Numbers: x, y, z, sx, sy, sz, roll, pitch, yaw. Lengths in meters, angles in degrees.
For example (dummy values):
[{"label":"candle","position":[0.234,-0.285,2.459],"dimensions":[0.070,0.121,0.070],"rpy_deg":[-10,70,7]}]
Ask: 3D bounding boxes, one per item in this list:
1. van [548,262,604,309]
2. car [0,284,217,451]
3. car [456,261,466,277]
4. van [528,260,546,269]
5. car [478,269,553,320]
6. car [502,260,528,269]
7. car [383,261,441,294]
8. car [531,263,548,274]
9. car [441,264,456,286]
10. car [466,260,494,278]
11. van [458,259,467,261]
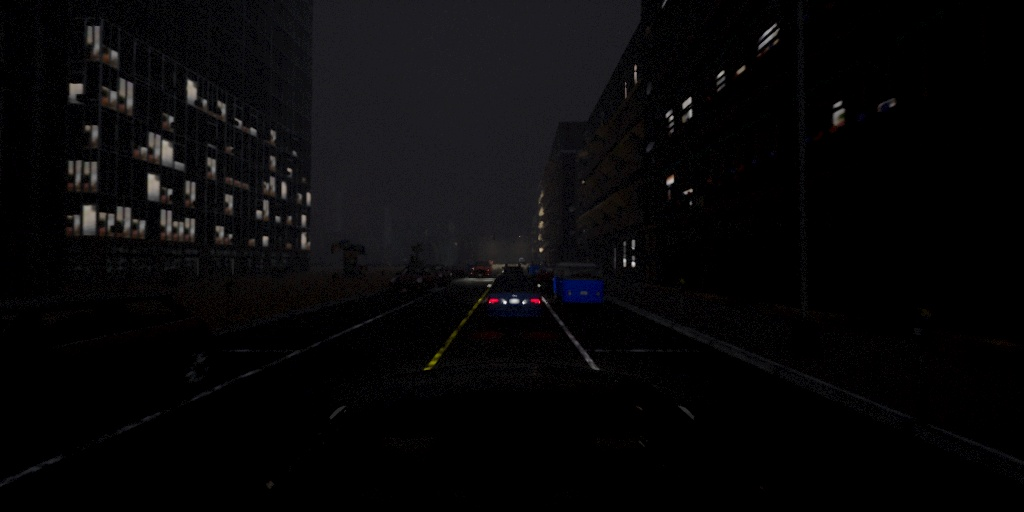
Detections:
[{"label":"van","position":[2.687,1.165,15.288],"dimensions":[1.690,1.789,3.998],"rpy_deg":[0,0,0]},{"label":"car","position":[-5.694,1.203,3.963],"dimensions":[1.967,1.591,4.097],"rpy_deg":[0,0,0]},{"label":"car","position":[-5.668,1.481,37.838],"dimensions":[1.888,1.381,4.507],"rpy_deg":[0,0,0]},{"label":"van","position":[2.680,1.276,37.874],"dimensions":[1.690,1.789,3.998],"rpy_deg":[0,0,0]},{"label":"car","position":[0.080,1.359,12.816],"dimensions":[2.033,1.411,5.357],"rpy_deg":[0,0,0]},{"label":"car","position":[0.083,1.405,33.142],"dimensions":[2.128,1.511,4.902],"rpy_deg":[0,0,0]},{"label":"car","position":[-5.669,1.293,20.901],"dimensions":[1.967,1.591,4.097],"rpy_deg":[0,0,0]},{"label":"car","position":[2.684,1.427,26.583],"dimensions":[1.888,1.381,4.507],"rpy_deg":[0,0,0]},{"label":"car","position":[-5.665,1.322,26.547],"dimensions":[1.967,1.591,4.097],"rpy_deg":[0,0,0]},{"label":"car","position":[-3.108,1.284,36.936],"dimensions":[2.097,1.767,4.553],"rpy_deg":[0,0,0]},{"label":"van","position":[-5.670,1.302,43.484],"dimensions":[1.690,1.789,3.998],"rpy_deg":[0,0,0]}]
